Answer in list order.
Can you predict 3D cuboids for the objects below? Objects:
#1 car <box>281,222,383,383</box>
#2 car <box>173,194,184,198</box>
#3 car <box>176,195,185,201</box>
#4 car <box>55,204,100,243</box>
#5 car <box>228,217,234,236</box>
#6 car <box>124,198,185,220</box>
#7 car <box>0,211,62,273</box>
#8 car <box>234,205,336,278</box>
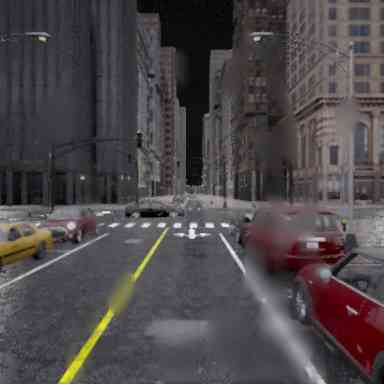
[{"bbox_3d":[2.760,1.436,4.405,1.967,1.590,4.097,0,0,0],"label":"car"},{"bbox_3d":[-2.845,1.302,68.032,2.097,1.767,4.553,0,0,0],"label":"car"},{"bbox_3d":[-2.820,1.467,83.565,2.033,1.411,5.357,0,0,0],"label":"car"},{"bbox_3d":[-5.766,1.425,15.608,1.967,1.590,4.097,0,0,0],"label":"car"},{"bbox_3d":[2.760,1.536,15.609,2.008,1.369,4.403,0,0,0],"label":"car"},{"bbox_3d":[-3.122,1.530,27.851,5.008,1.535,1.882,0,0,0],"label":"car"},{"bbox_3d":[-5.765,1.516,9.836,1.752,1.417,4.829,0,0,0],"label":"car"},{"bbox_3d":[2.759,1.306,10.007,2.192,1.841,5.009,0,0,0],"label":"car"}]
